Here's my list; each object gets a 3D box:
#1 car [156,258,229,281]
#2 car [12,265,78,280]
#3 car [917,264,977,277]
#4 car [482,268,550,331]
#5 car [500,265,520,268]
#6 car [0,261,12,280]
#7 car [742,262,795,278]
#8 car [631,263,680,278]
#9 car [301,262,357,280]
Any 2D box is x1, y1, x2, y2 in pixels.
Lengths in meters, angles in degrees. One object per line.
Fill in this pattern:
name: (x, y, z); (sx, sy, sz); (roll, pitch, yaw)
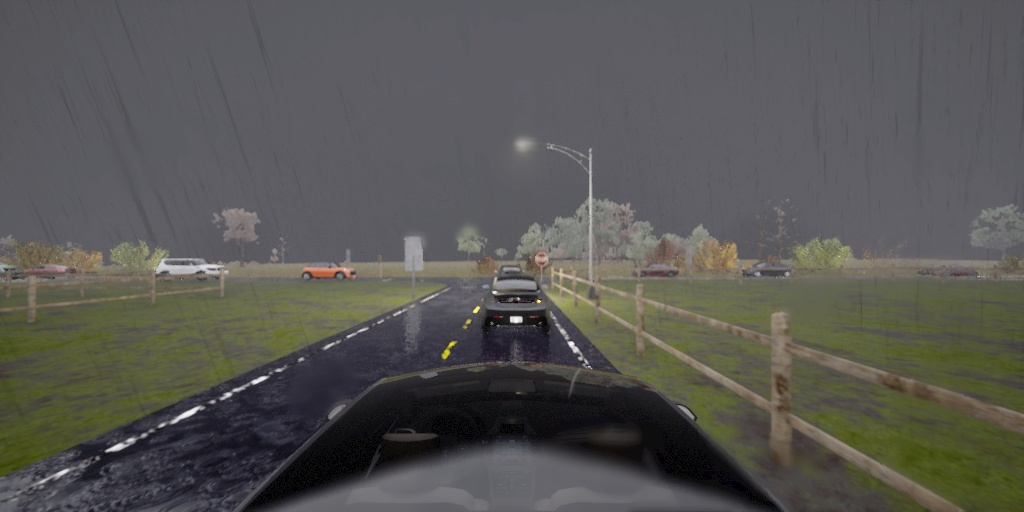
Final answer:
car: (-29.889, 1.247, 33.604); (5.566, 2.045, 2.150); (0, 0, 1)
car: (-47.270, 1.620, 36.655); (4.674, 1.442, 1.812); (0, 0, 1)
car: (43.447, 1.444, 35.865); (4.181, 1.385, 1.994); (0, 0, 1)
car: (0.108, 1.314, 11.217); (1.837, 1.490, 4.892); (0, 0, 0)
car: (-0.173, 1.397, 25.111); (1.837, 1.490, 4.892); (0, 0, -5)
car: (-49.949, 1.313, 33.864); (5.566, 2.045, 2.150); (-1, 0, 1)
car: (25.558, 1.401, 36.064); (4.892, 1.490, 1.837); (-1, 0, 1)
car: (14.382, 1.447, 36.166); (4.674, 1.442, 1.812); (0, 0, 0)
car: (-16.974, 1.339, 33.490); (4.553, 1.767, 2.097); (0, 0, 1)
